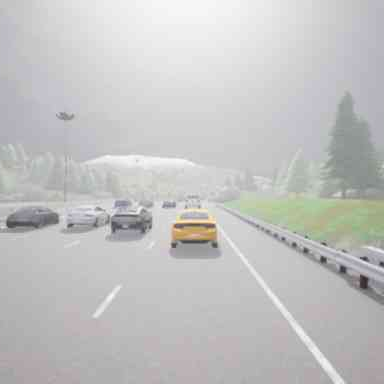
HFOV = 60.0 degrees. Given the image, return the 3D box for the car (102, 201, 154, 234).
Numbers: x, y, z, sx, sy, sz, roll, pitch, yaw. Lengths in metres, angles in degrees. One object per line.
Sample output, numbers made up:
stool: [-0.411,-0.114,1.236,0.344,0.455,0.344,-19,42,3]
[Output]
car: [-3.400,1.540,19.461,2.128,1.511,4.902,0,0,0]

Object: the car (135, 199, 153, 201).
car: [-6.899,1.688,50.615,1.994,1.385,4.181,0,0,0]

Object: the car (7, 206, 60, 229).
car: [-10.399,1.619,22.142,1.994,1.385,4.181,0,0,0]

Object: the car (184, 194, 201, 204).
car: [0.102,1.328,46.075,2.150,2.045,5.566,0,0,0]

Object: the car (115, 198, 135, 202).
car: [-10.398,1.604,50.708,1.882,1.535,5.008,0,0,0]

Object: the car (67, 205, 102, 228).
car: [-6.899,1.581,22.389,1.812,1.442,4.674,0,0,0]

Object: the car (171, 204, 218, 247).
car: [0.100,1.515,15.274,1.882,1.535,5.008,0,0,0]

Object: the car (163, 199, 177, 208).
car: [-3.397,1.693,51.698,1.994,1.385,4.181,0,0,0]
